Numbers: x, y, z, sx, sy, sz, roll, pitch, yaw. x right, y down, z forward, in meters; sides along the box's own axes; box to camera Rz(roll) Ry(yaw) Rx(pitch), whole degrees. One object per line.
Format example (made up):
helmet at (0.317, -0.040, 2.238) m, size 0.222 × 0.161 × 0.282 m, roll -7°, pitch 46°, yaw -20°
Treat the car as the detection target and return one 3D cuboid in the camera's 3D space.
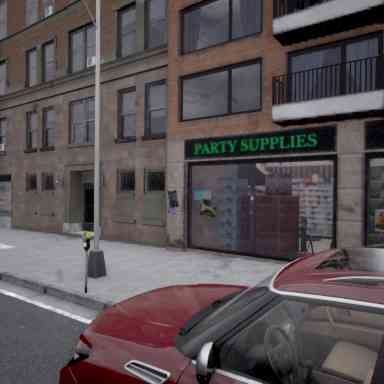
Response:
car at (1.282, 1.315, 2.152) m, size 5.009 × 1.841 × 2.192 m, roll 0°, pitch 1°, yaw 35°
